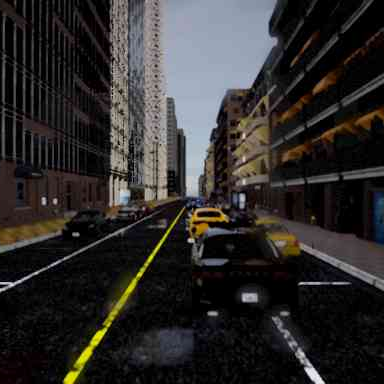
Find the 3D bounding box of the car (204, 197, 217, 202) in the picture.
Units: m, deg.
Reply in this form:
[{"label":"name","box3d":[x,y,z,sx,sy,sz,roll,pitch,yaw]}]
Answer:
[{"label":"car","box3d":[2.810,1.773,40.910,1.967,1.590,4.097,0,0,0]}]

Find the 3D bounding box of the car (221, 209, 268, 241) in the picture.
[{"label":"car","box3d":[2.746,1.711,18.316,1.947,1.339,4.313,0,0,0]}]

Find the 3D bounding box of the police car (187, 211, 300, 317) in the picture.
[{"label":"police car","box3d":[0.925,1.487,7.846,1.930,1.638,5.238,0,0,0]}]

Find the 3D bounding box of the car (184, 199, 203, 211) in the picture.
[{"label":"car","box3d":[0.170,1.982,46.428,1.895,1.301,4.718,0,0,1]}]

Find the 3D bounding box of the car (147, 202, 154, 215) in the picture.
[{"label":"car","box3d":[-5.587,1.730,35.286,1.967,1.590,4.097,0,0,0]}]

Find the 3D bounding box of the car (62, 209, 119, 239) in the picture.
[{"label":"car","box3d":[-5.635,1.716,18.339,1.947,1.339,4.313,0,0,0]}]

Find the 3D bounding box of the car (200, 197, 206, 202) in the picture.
[{"label":"car","box3d":[2.843,1.744,52.208,2.192,1.841,5.009,0,0,0]}]

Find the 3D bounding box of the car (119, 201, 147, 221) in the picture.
[{"label":"car","box3d":[-5.602,1.793,29.636,2.008,1.369,4.403,0,0,0]}]

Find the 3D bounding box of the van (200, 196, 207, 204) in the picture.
[{"label":"van","box3d":[2.938,2.068,86.097,1.690,1.788,3.998,0,-1,0]}]

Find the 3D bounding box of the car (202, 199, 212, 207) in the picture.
[{"label":"car","box3d":[2.874,2.106,63.502,1.802,1.307,4.206,0,0,0]}]

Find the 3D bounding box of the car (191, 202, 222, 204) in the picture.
[{"label":"car","box3d":[0.969,1.695,23.736,1.837,1.490,4.892,0,0,0]}]

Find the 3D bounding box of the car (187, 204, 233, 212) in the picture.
[{"label":"car","box3d":[0.841,1.619,17.737,1.882,1.535,5.008,0,0,0]}]

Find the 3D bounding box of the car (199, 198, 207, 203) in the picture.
[{"label":"car","box3d":[2.955,2.344,91.744,1.947,1.339,4.313,0,-1,0]}]

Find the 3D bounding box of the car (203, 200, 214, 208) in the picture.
[{"label":"car","box3d":[2.858,2.058,57.854,1.802,1.307,4.206,0,0,0]}]

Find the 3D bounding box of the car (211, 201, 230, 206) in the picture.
[{"label":"car","box3d":[2.778,1.788,29.613,2.008,1.369,4.403,0,0,0]}]
